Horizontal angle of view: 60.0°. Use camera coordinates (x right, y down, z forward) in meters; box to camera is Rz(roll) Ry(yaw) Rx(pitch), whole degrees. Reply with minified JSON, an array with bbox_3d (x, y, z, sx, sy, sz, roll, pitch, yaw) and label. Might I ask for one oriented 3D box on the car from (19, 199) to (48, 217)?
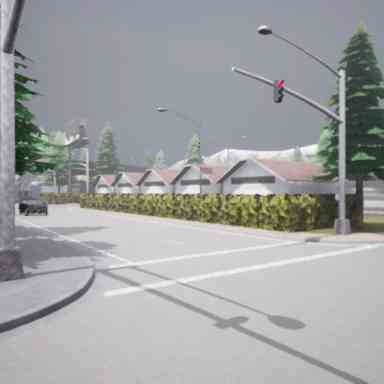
[{"bbox_3d":[-15.099,1.405,31.631,1.882,1.535,5.008,0,0,-36],"label":"car"}]
